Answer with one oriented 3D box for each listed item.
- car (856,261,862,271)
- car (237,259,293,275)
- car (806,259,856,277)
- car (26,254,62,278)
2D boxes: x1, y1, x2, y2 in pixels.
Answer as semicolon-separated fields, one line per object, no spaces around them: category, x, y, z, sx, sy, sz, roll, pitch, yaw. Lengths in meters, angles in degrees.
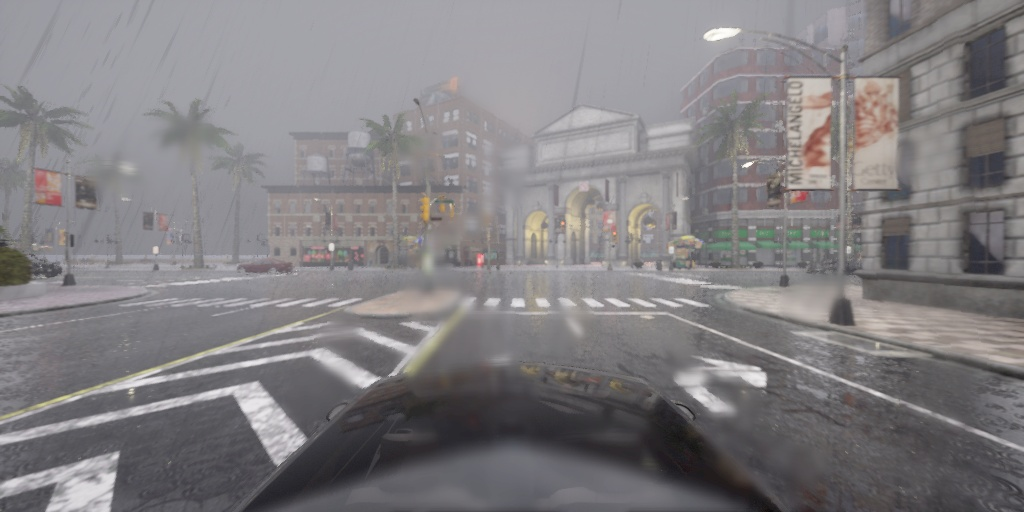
car;30.902;1.114;28.511;4.892;1.490;1.837;0;0;0
car;-24.863;1.057;36.117;5.008;1.535;1.882;0;0;1
car;29.295;1.095;32.197;4.892;1.490;1.837;0;0;1
car;-40.257;0.841;29.089;5.566;2.045;2.150;0;0;0
